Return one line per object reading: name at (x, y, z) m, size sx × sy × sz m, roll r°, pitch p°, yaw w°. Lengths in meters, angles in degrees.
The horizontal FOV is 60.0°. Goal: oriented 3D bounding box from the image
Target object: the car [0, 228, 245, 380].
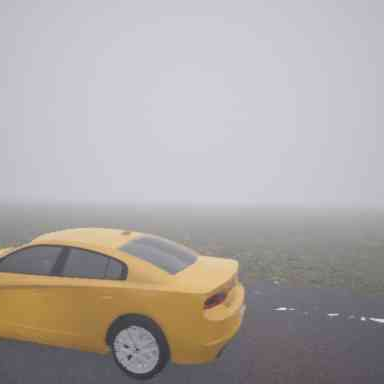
car at (-1.741, 1.307, 5.023) m, size 5.008 × 1.535 × 1.882 m, roll 2°, pitch 2°, yaw 16°
